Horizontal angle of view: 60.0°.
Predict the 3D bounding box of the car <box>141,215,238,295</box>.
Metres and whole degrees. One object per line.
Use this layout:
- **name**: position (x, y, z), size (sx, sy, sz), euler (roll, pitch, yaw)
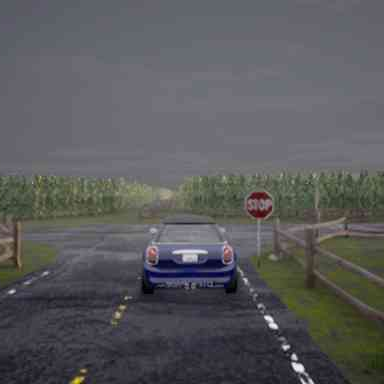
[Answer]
- **car**: position (-0.113, 1.396, 9.013), size (2.097, 1.767, 4.553), euler (0, 0, -2)
